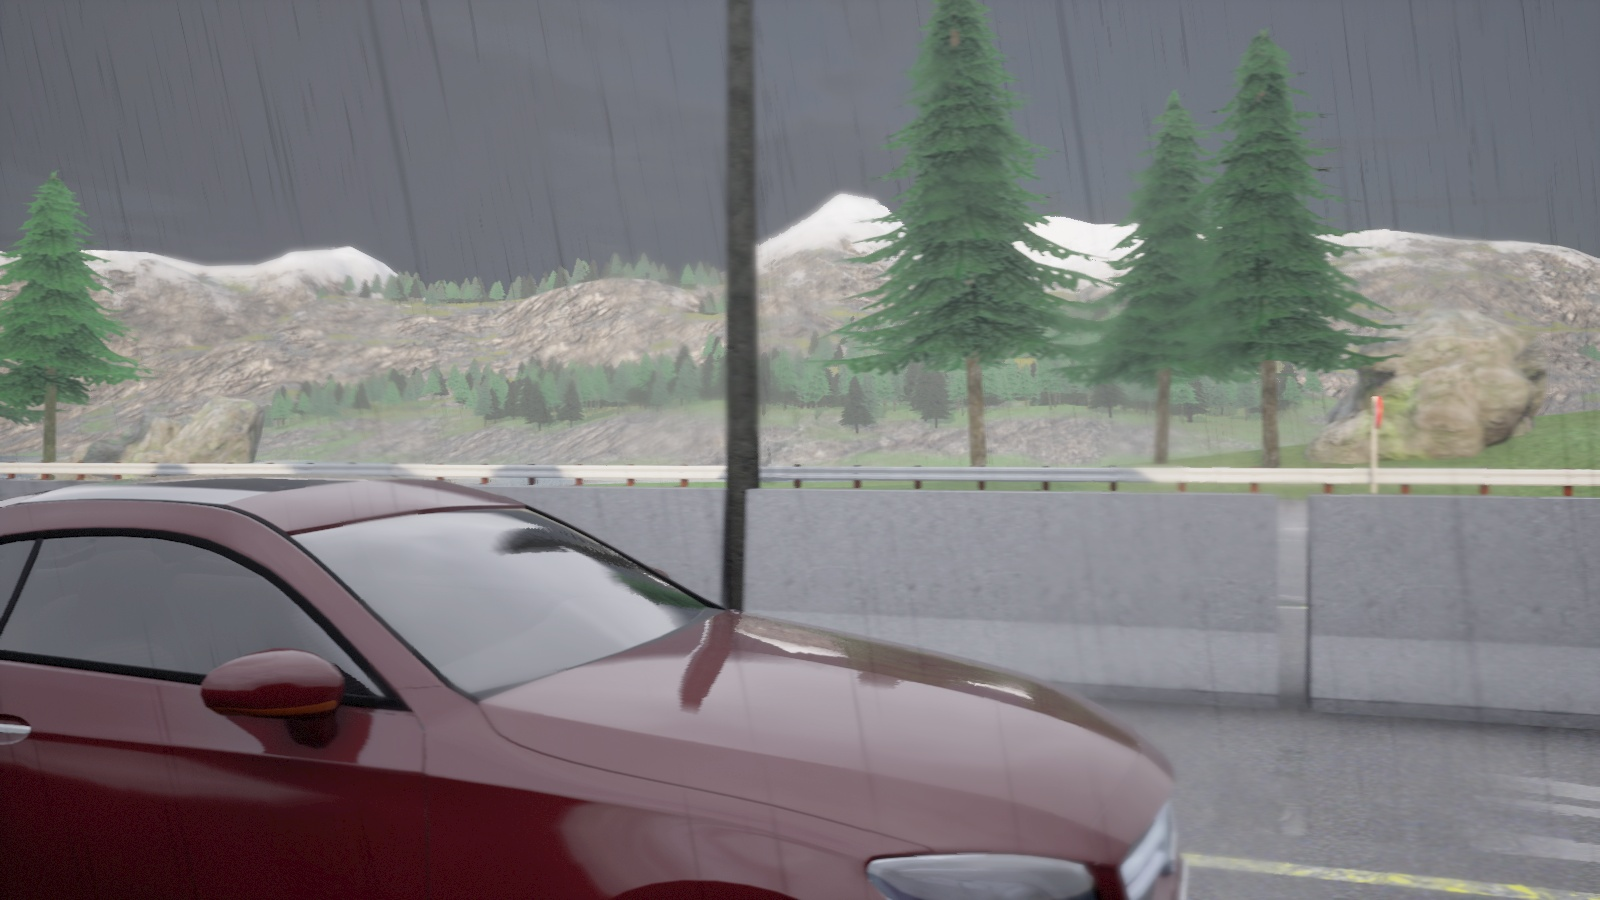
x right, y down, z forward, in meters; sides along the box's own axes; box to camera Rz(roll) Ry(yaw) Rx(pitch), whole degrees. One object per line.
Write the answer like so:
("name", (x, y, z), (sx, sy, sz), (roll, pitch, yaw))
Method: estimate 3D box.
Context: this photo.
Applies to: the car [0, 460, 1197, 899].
("car", (-1.323, 0.793, 3.637), (4.674, 1.442, 1.812), (0, 1, 18))
